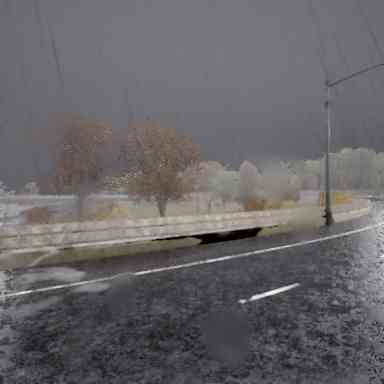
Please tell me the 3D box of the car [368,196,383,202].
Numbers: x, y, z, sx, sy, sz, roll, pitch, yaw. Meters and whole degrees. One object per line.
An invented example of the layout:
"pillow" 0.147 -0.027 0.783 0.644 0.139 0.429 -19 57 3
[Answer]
"car" 43.060 1.524 77.636 2.033 1.411 5.357 0 0 6
